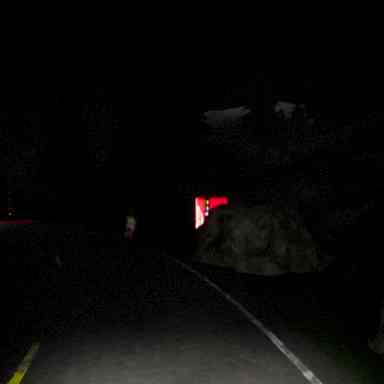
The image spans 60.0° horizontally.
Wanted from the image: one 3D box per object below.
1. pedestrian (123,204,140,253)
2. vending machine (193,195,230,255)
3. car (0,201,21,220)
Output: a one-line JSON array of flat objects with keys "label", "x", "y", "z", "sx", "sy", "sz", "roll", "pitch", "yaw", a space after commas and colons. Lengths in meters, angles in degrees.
[{"label": "pedestrian", "x": -2.261, "y": 1.279, "z": 12.410, "sx": 0.375, "sy": 1.860, "sz": 0.375, "roll": 0, "pitch": 0, "yaw": -27}, {"label": "vending machine", "x": 0.727, "y": 1.180, "z": 12.364, "sx": 1.100, "sy": 2.100, "sz": 0.880, "roll": 0, "pitch": 0, "yaw": -24}, {"label": "car", "x": -15.339, "y": 1.461, "z": 26.763, "sx": 2.128, "sy": 1.511, "sz": 4.902, "roll": 0, "pitch": 0, "yaw": -44}]
